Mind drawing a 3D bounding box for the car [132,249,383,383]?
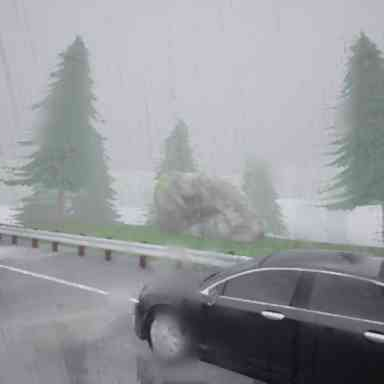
[{"bbox_3d":[1.380,1.498,4.176,4.892,1.490,1.837,0,0,35],"label":"car"}]
